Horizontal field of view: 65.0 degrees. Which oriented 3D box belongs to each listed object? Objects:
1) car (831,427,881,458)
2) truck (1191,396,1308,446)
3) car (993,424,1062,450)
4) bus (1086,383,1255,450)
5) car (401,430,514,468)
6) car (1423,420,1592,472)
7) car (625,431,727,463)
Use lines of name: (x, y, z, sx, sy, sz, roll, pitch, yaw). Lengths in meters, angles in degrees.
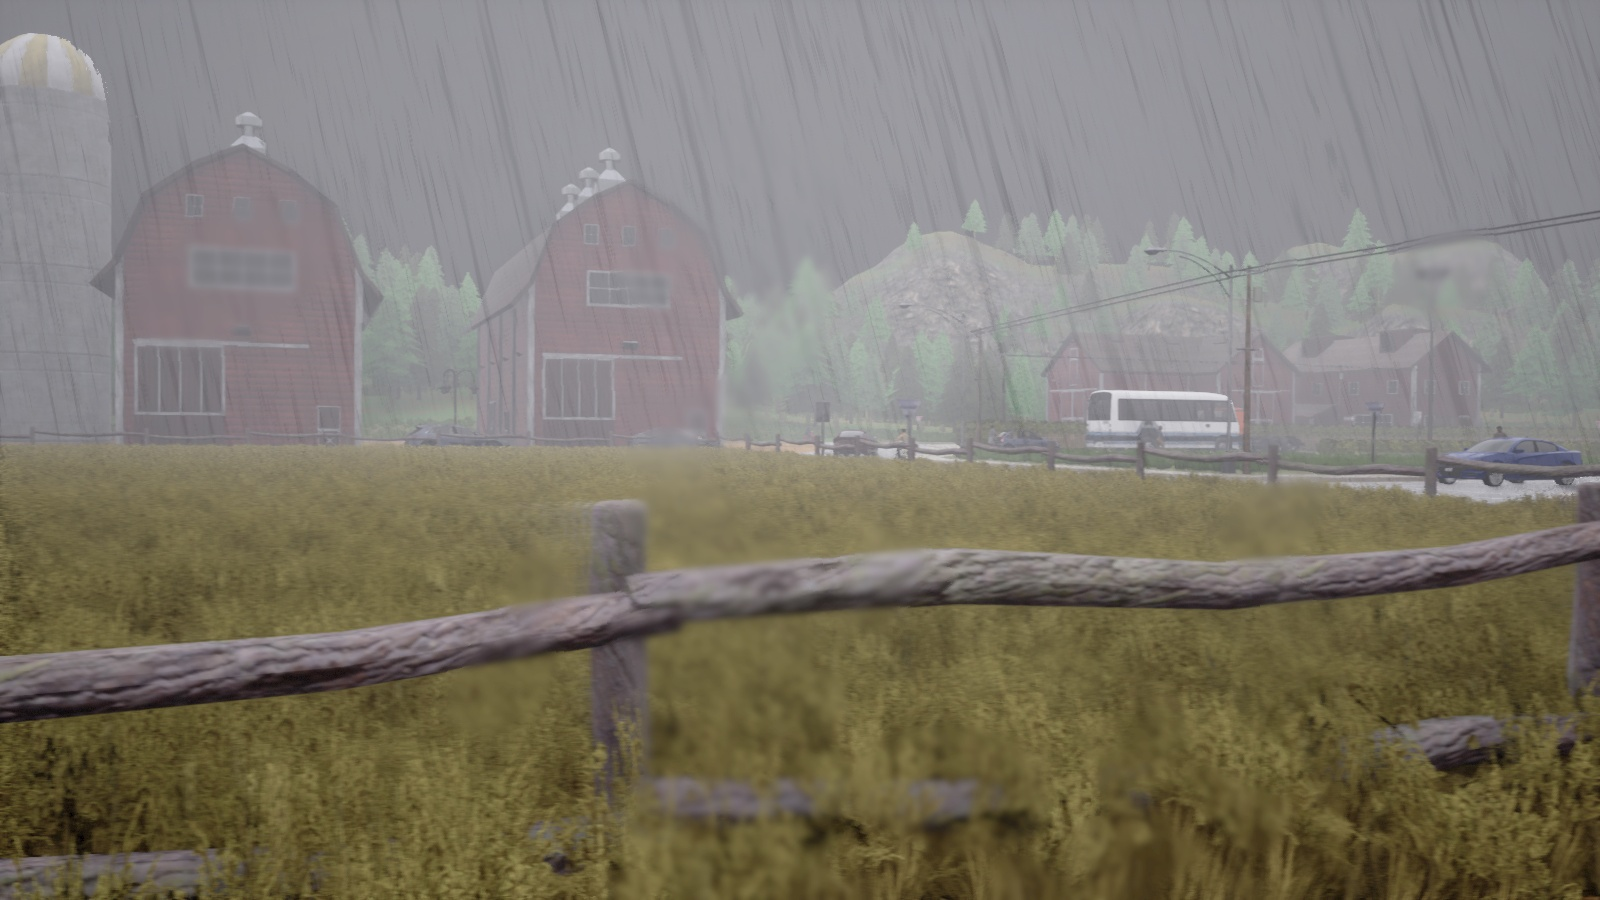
car: (3.052, -0.426, 67.847, 1.882, 1.535, 5.008, -1, 1, 12)
truck: (32.249, -2.077, 90.031, 7.936, 3.462, 2.891, -1, 1, -21)
car: (14.474, -0.821, 79.969, 3.988, 1.617, 1.851, 0, 1, -5)
bus: (24.564, -2.265, 83.283, 10.273, 4.253, 3.944, -1, 1, -18)
car: (-16.165, -0.065, 59.321, 4.856, 1.649, 2.033, -1, 1, -24)
car: (22.140, -0.144, 39.274, 5.008, 1.535, 1.882, -1, 1, -22)
car: (-6.065, -0.160, 61.824, 4.792, 1.488, 2.163, -1, 1, 0)
